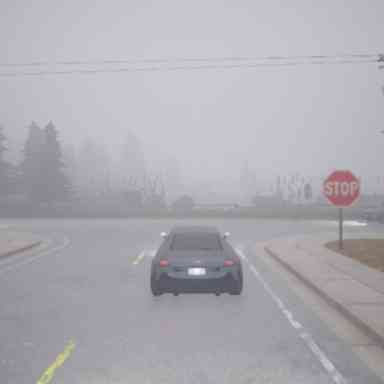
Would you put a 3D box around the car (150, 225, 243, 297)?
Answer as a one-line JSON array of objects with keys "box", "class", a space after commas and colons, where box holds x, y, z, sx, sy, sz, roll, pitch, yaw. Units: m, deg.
[{"box": [0.087, 1.529, 8.563, 1.994, 1.385, 4.181, 0, 0, 0], "class": "car"}]

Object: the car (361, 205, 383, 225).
[{"box": [13.809, 1.437, 22.525, 4.181, 1.385, 1.994, 0, 0, 3], "class": "car"}]
